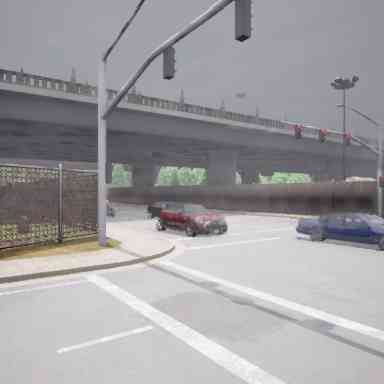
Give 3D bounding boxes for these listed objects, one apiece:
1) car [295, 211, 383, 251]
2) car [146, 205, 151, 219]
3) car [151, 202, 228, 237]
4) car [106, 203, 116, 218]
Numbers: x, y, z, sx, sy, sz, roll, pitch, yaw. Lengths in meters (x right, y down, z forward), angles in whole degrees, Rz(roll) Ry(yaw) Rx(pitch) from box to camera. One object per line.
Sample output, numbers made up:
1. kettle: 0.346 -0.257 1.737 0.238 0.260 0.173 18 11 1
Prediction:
1. car: 7.131 1.571 14.443 2.033 1.411 5.357 0 0 -36
2. car: -1.977 1.546 27.195 2.128 1.511 4.902 0 0 -36
3. car: -0.083 1.408 18.521 2.097 1.767 4.553 0 0 -36
4. car: -8.598 1.581 30.473 1.812 1.442 4.674 0 0 -36
